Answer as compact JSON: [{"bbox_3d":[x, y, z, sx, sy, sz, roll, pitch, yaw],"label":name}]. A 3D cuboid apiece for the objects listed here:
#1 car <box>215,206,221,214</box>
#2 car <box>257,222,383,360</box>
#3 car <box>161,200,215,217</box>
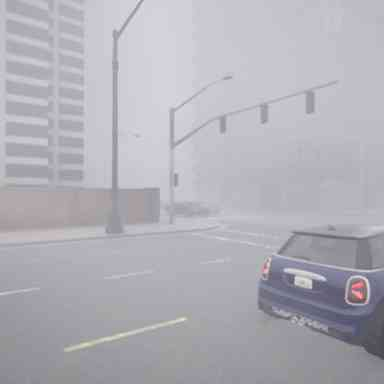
[{"bbox_3d":[0.979,1.674,35.941,1.895,1.301,4.718,0,0,-36],"label":"car"},{"bbox_3d":[3.379,1.373,6.211,4.553,1.767,2.097,0,0,-36],"label":"car"},{"bbox_3d":[-0.539,1.609,32.060,2.033,1.411,5.357,0,0,-36],"label":"car"}]
